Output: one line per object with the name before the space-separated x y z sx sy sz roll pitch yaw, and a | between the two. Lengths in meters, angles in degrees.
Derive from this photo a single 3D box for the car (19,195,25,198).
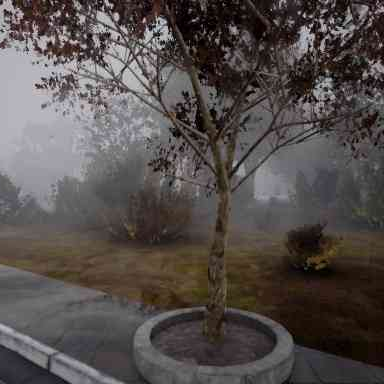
car | -22.616 1.175 43.304 1.837 1.490 4.892 1 0 32
